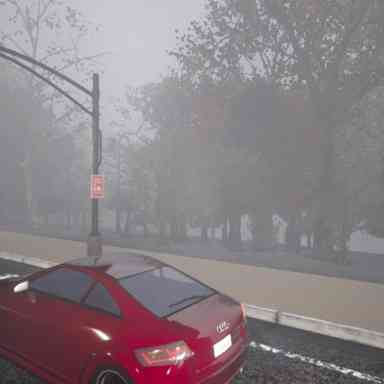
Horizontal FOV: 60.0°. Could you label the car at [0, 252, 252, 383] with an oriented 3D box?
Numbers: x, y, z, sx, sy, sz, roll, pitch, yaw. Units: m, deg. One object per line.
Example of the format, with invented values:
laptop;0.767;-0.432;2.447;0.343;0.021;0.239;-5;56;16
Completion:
car;-1.314;1.563;4.618;4.181;1.385;1.994;0;0;35
